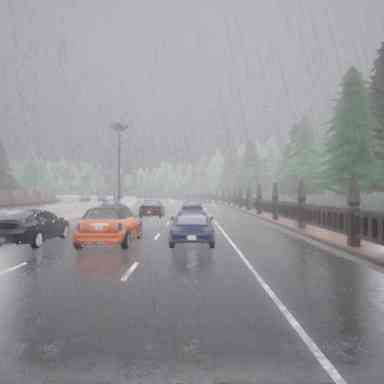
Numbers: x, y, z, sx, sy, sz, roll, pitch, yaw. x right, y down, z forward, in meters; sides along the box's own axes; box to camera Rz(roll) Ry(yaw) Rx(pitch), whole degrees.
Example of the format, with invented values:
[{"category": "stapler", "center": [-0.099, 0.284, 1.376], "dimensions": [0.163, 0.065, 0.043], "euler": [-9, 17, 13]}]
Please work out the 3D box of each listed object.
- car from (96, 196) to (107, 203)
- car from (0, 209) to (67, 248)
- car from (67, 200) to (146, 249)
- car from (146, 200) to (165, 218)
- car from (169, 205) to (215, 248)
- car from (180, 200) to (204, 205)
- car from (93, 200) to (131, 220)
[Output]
[{"category": "car", "center": [-19.636, 1.509, 72.507], "dimensions": [2.033, 1.411, 5.357], "euler": [0, 0, -12]}, {"category": "car", "center": [-7.000, 1.516, 14.650], "dimensions": [1.837, 1.490, 4.892], "euler": [0, 0, 0]}, {"category": "car", "center": [-3.500, 1.365, 14.620], "dimensions": [2.097, 1.767, 4.553], "euler": [0, 0, 0]}, {"category": "car", "center": [-3.500, 1.484, 29.650], "dimensions": [1.882, 1.535, 5.008], "euler": [0, 0, 0]}, {"category": "car", "center": [0.000, 1.532, 14.650], "dimensions": [1.812, 1.442, 4.674], "euler": [0, 0, 0]}, {"category": "car", "center": [0.000, 1.484, 29.650], "dimensions": [1.882, 1.535, 5.008], "euler": [0, 0, 0]}, {"category": "car", "center": [-7.000, 1.495, 29.650], "dimensions": [2.128, 1.511, 4.902], "euler": [0, 0, 0]}]
